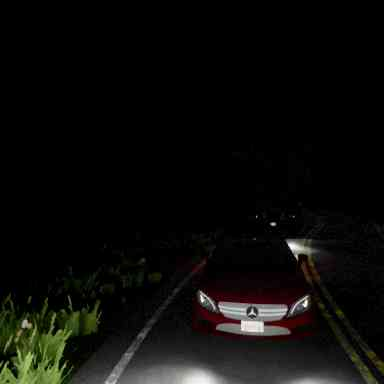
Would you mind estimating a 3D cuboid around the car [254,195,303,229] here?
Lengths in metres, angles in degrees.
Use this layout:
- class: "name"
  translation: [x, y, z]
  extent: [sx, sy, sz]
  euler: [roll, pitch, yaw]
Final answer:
- class: "car"
  translation: [5.022, 1.216, 18.931]
  extent: [2.150, 2.045, 5.566]
  euler: [-2, -1, 22]

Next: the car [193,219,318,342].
- class: "car"
  translation: [1.231, 1.535, 6.727]
  extent: [1.812, 1.442, 4.674]
  euler: [-1, 0, 11]
